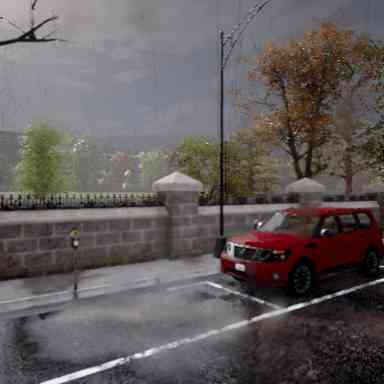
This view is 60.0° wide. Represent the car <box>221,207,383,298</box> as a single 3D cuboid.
[{"bbox_3d":[3.111,1.347,8.787,5.009,1.841,2.192,0,0,-36],"label":"car"}]
